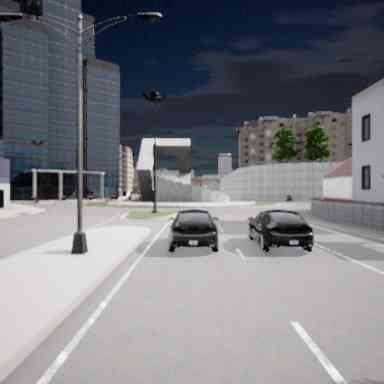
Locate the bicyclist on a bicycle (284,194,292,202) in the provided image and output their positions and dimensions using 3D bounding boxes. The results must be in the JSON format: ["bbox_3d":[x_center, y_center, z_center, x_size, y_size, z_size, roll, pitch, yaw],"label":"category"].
[{"bbox_3d":[21.603,1.316,74.727,1.656,1.620,0.582,-11,5,-30],"label":"bicyclist on a bicycle"}]

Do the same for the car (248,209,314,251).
[{"bbox_3d":[3.573,1.493,14.022,1.837,1.490,4.892,0,1,0],"label":"car"}]

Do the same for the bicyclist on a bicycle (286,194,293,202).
[{"bbox_3d":[21.938,1.354,74.201,1.656,1.620,0.582,-6,12,-28],"label":"bicyclist on a bicycle"}]

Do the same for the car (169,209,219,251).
[{"bbox_3d":[0.072,1.493,13.988,1.837,1.490,4.892,0,1,0],"label":"car"}]
